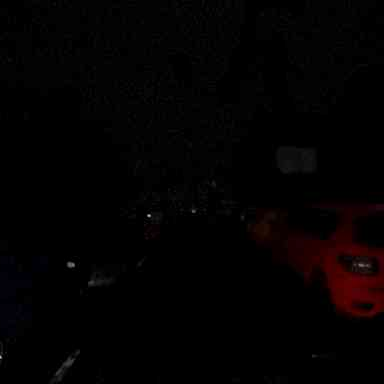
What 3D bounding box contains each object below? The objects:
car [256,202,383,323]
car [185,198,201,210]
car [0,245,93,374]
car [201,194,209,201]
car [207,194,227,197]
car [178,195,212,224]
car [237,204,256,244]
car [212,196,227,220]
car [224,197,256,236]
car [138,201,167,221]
[{"bbox_3d":[3.226,1.223,7.328,2.435,2.045,5.566,0,0,0],"label":"car"},{"bbox_3d":[0.104,1.533,42.246,1.994,1.385,4.181,0,0,0],"label":"car"},{"bbox_3d":[-3.150,1.544,5.053,2.033,1.411,5.357,0,0,0],"label":"car"},{"bbox_3d":[3.243,1.418,84.835,1.946,1.575,5.366,0,0,0],"label":"car"},{"bbox_3d":[3.228,1.448,45.844,2.231,1.521,4.892,0,0,0],"label":"car"},{"bbox_3d":[0.103,1.334,24.576,2.097,1.767,4.553,0,0,0],"label":"car"},{"bbox_3d":[3.226,1.467,13.011,1.946,1.575,5.366,0,0,0],"label":"car"},{"bbox_3d":[3.283,1.459,30.933,2.231,1.521,4.892,0,0,1],"label":"car"},{"bbox_3d":[3.227,1.341,18.319,2.185,1.767,4.553,0,0,0],"label":"car"},{"bbox_3d":[-3.147,1.485,26.878,1.837,1.490,4.892,0,0,0],"label":"car"}]
